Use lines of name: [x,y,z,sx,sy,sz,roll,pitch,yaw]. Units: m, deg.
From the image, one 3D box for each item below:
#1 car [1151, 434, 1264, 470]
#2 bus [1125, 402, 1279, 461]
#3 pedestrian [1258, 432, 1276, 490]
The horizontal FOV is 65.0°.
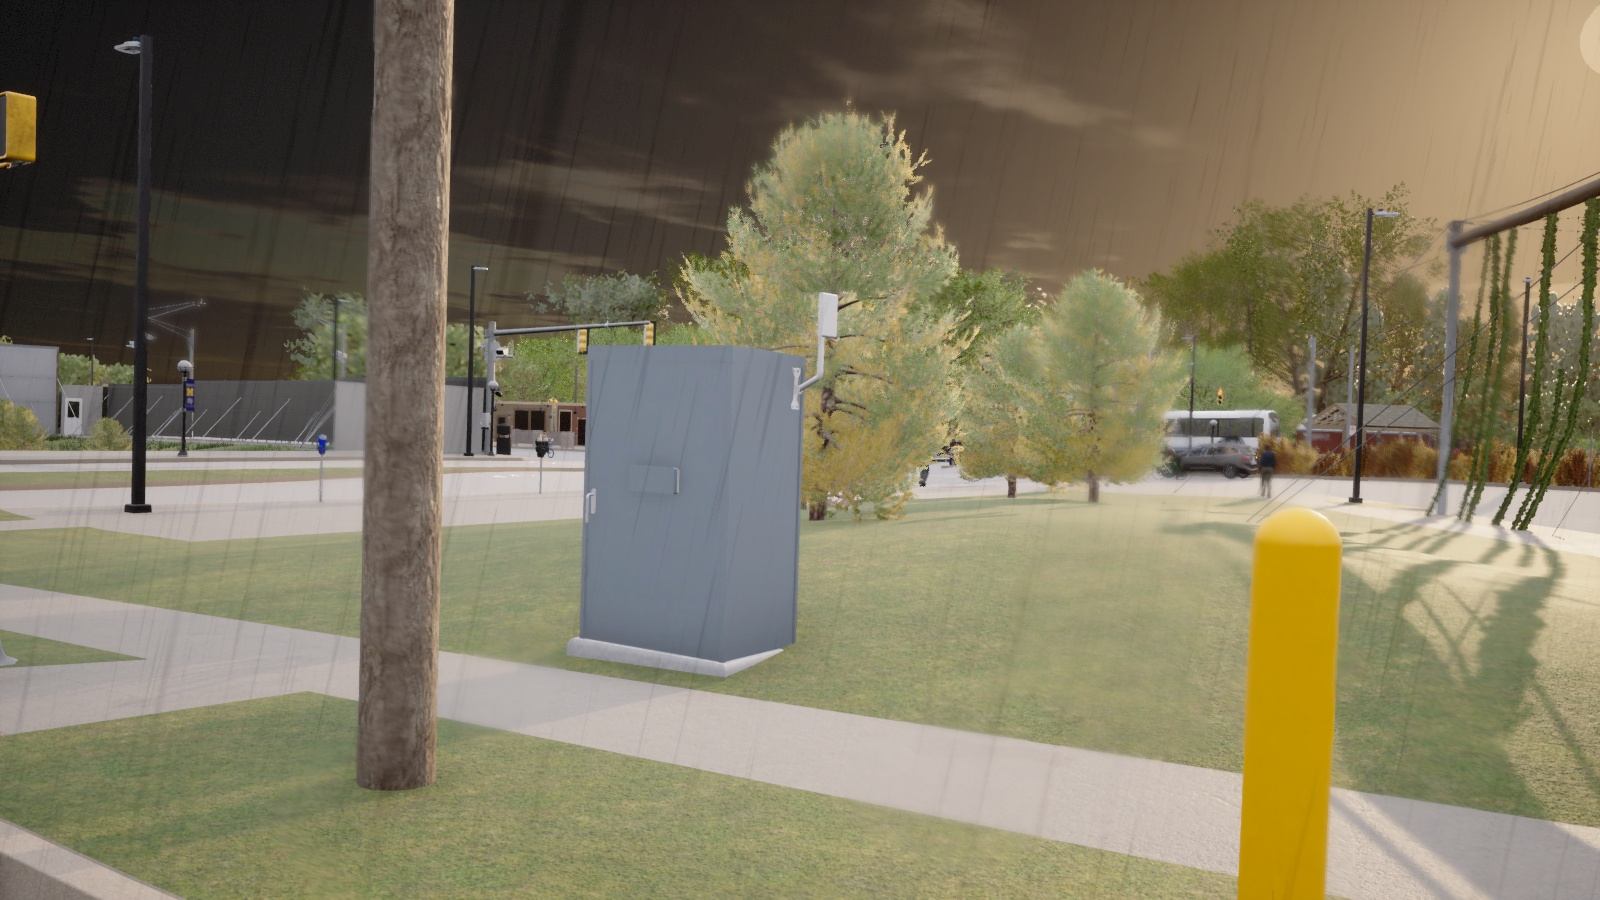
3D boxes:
car: [19.302,0.091,59.530,4.611,1.667,2.242,0,1,34]
bus: [29.916,-1.316,93.706,10.273,4.253,3.944,0,1,35]
pedestrian: [15.228,0.348,40.953,0.370,1.835,0.726,1,2,9]
